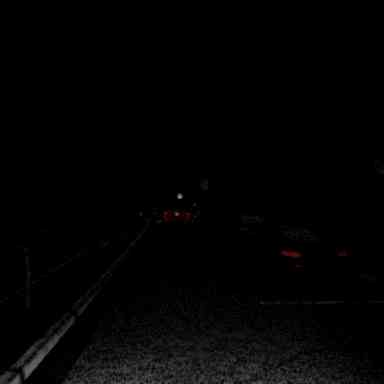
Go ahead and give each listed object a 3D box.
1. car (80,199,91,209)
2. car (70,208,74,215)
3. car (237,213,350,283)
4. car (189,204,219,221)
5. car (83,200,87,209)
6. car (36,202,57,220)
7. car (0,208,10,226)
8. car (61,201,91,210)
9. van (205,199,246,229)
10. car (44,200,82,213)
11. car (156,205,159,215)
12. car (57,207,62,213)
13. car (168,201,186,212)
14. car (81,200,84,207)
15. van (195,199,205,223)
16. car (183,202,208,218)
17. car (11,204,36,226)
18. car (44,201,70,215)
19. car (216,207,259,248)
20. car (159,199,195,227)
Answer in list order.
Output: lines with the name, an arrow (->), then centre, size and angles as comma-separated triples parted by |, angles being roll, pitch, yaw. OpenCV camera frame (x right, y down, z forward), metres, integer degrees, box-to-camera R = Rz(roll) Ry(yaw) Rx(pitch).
car -> -19.179, 2.073, 51.960 | 5.566, 2.045, 2.435 | 0, -1, -12
car -> -16.678, 2.122, 38.675 | 4.674, 1.452, 2.002 | 0, -1, -9
car -> 2.790, 1.555, 9.642 | 2.002, 1.452, 4.674 | 0, 0, -2
car -> 1.055, 1.884, 31.777 | 2.163, 1.488, 4.792 | 0, -1, -6
car -> -18.566, 2.309, 49.298 | 4.792, 1.488, 2.163 | 0, -1, -11
car -> -15.500, 1.912, 30.571 | 4.892, 1.521, 2.231 | 0, -1, -7
car -> -14.307, 1.429, 19.589 | 5.566, 2.045, 2.435 | 0, -1, -4
car -> -20.866, 2.447, 60.038 | 4.892, 1.521, 2.231 | 0, -1, -12
van -> 2.143, 1.420, 20.840 | 1.878, 1.987, 4.442 | 0, -1, -4
car -> -16.938, 2.130, 41.399 | 5.366, 1.575, 1.946 | 0, -1, -9
car -> -3.502, 2.086, 42.910 | 1.882, 1.535, 5.008 | 0, -1, -9
car -> -15.897, 1.999, 33.273 | 4.792, 1.488, 2.163 | 0, -1, -8
car -> -2.396, 2.266, 52.884 | 2.128, 1.511, 4.902 | 0, -1, -11
car -> -18.088, 2.274, 46.726 | 4.674, 1.452, 2.002 | 0, -1, -10
van -> 1.644, 1.518, 26.355 | 1.878, 1.987, 4.442 | 0, -1, -5
car -> 0.339, 1.964, 37.223 | 2.097, 1.535, 5.008 | 0, -1, -8
car -> -14.822, 1.816, 25.024 | 4.792, 1.488, 2.163 | 0, -1, -6
car -> -16.230, 2.056, 35.981 | 4.792, 1.488, 2.163 | 0, -1, -8
car -> 2.512, 1.608, 15.177 | 2.002, 1.452, 4.674 | 0, -1, -3
car -> -1.241, 1.604, 25.194 | 2.097, 1.767, 4.553 | 0, -1, -5
